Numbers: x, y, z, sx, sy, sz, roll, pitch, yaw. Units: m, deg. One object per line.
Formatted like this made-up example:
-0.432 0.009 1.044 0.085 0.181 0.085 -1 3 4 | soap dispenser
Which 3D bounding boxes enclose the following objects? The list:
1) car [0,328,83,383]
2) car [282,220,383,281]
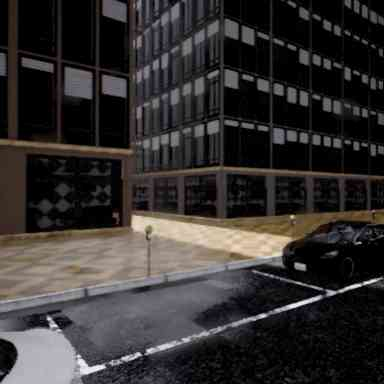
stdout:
-2.789 1.530 1.377 4.674 1.442 1.812 0 0 -35 | car
4.557 1.540 9.806 4.313 1.339 1.947 0 0 -36 | car
